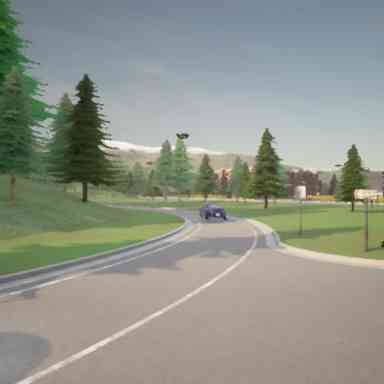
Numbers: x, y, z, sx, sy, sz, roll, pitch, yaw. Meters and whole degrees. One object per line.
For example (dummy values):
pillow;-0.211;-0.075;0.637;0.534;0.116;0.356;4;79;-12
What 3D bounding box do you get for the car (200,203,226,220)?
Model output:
car;1.897;1.758;30.535;1.812;1.442;4.674;1;0;-7
